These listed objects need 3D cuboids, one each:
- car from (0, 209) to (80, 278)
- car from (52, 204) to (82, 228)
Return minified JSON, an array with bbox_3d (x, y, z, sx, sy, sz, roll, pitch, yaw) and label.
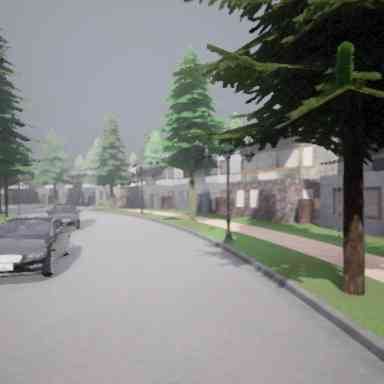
[{"bbox_3d":[-4.935,1.520,10.225,2.128,1.511,4.902,0,0,-12],"label":"car"},{"bbox_3d":[-8.200,1.529,21.374,2.128,1.511,4.902,0,0,-21],"label":"car"}]
